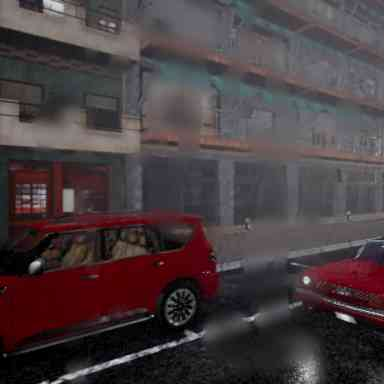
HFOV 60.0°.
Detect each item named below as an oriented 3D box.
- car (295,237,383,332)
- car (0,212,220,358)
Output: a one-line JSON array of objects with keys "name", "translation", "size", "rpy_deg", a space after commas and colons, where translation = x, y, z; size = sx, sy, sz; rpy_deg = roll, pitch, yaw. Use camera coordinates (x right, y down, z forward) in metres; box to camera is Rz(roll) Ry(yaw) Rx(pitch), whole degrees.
[{"name": "car", "translation": [4.104, 1.573, 6.307], "size": [4.718, 1.301, 1.895], "rpy_deg": [0, 0, -35]}, {"name": "car", "translation": [-1.818, 1.309, 5.263], "size": [5.009, 1.841, 2.192], "rpy_deg": [0, 0, -35]}]
